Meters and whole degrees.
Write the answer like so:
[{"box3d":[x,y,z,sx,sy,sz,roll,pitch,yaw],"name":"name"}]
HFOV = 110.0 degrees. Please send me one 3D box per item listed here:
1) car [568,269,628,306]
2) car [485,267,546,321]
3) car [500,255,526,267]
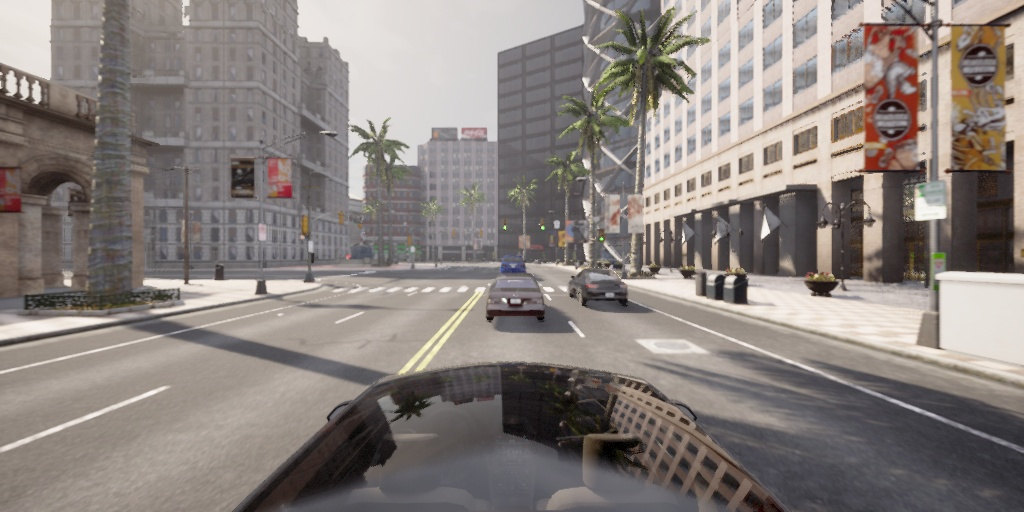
[{"box3d":[3.601,1.265,15.488,1.812,1.442,4.674,0,0,0],"name":"car"},{"box3d":[0.099,1.290,12.400,2.033,1.411,5.357,0,0,0],"name":"car"},{"box3d":[0.098,0.949,32.217,2.150,2.045,5.566,0,0,0],"name":"car"}]
